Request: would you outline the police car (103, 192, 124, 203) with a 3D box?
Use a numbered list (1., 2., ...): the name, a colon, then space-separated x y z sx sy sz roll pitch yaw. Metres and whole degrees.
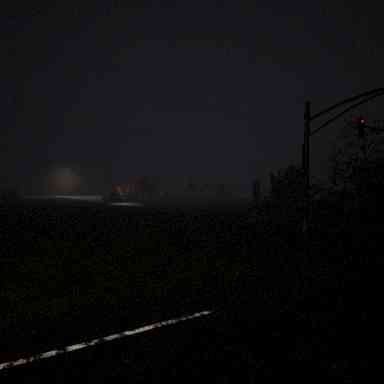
1. police car: -11.779 0.821 49.809 2.038 1.542 4.974 1 0 -32
